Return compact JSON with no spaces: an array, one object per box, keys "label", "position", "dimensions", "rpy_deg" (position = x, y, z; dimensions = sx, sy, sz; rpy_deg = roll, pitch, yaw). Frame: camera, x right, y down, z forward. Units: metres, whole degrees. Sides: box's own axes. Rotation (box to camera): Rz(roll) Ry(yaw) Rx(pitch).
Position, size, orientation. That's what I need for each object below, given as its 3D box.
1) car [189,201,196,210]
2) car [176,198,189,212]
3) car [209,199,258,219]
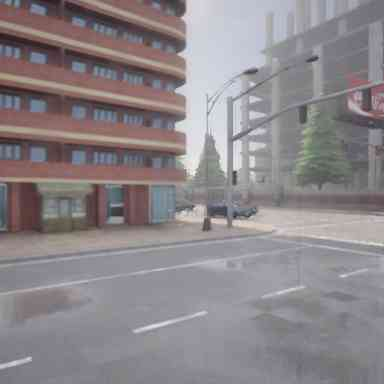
[{"label":"car","position":[-1.510,1.517,41.555],"dimensions":[1.837,1.490,4.892],"rpy_deg":[0,0,-36]},{"label":"car","position":[-2.996,1.558,37.629],"dimensions":[2.033,1.411,5.357],"rpy_deg":[0,0,-36]},{"label":"car","position":[3.162,1.536,29.106],"dimensions":[1.812,1.442,4.674],"rpy_deg":[0,0,-36]}]
